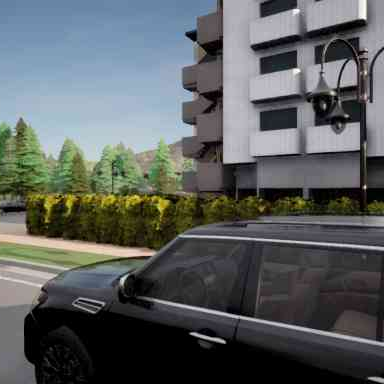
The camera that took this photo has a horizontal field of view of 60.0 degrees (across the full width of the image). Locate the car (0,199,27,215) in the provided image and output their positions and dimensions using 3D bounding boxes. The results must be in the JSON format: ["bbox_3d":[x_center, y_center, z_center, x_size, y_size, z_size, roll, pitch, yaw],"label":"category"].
[{"bbox_3d":[-18.133,1.491,33.490,2.128,1.511,4.902,0,0,33],"label":"car"}]

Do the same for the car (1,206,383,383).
[{"bbox_3d":[0.774,1.221,3.120,5.566,2.045,2.150,0,0,34],"label":"car"}]
